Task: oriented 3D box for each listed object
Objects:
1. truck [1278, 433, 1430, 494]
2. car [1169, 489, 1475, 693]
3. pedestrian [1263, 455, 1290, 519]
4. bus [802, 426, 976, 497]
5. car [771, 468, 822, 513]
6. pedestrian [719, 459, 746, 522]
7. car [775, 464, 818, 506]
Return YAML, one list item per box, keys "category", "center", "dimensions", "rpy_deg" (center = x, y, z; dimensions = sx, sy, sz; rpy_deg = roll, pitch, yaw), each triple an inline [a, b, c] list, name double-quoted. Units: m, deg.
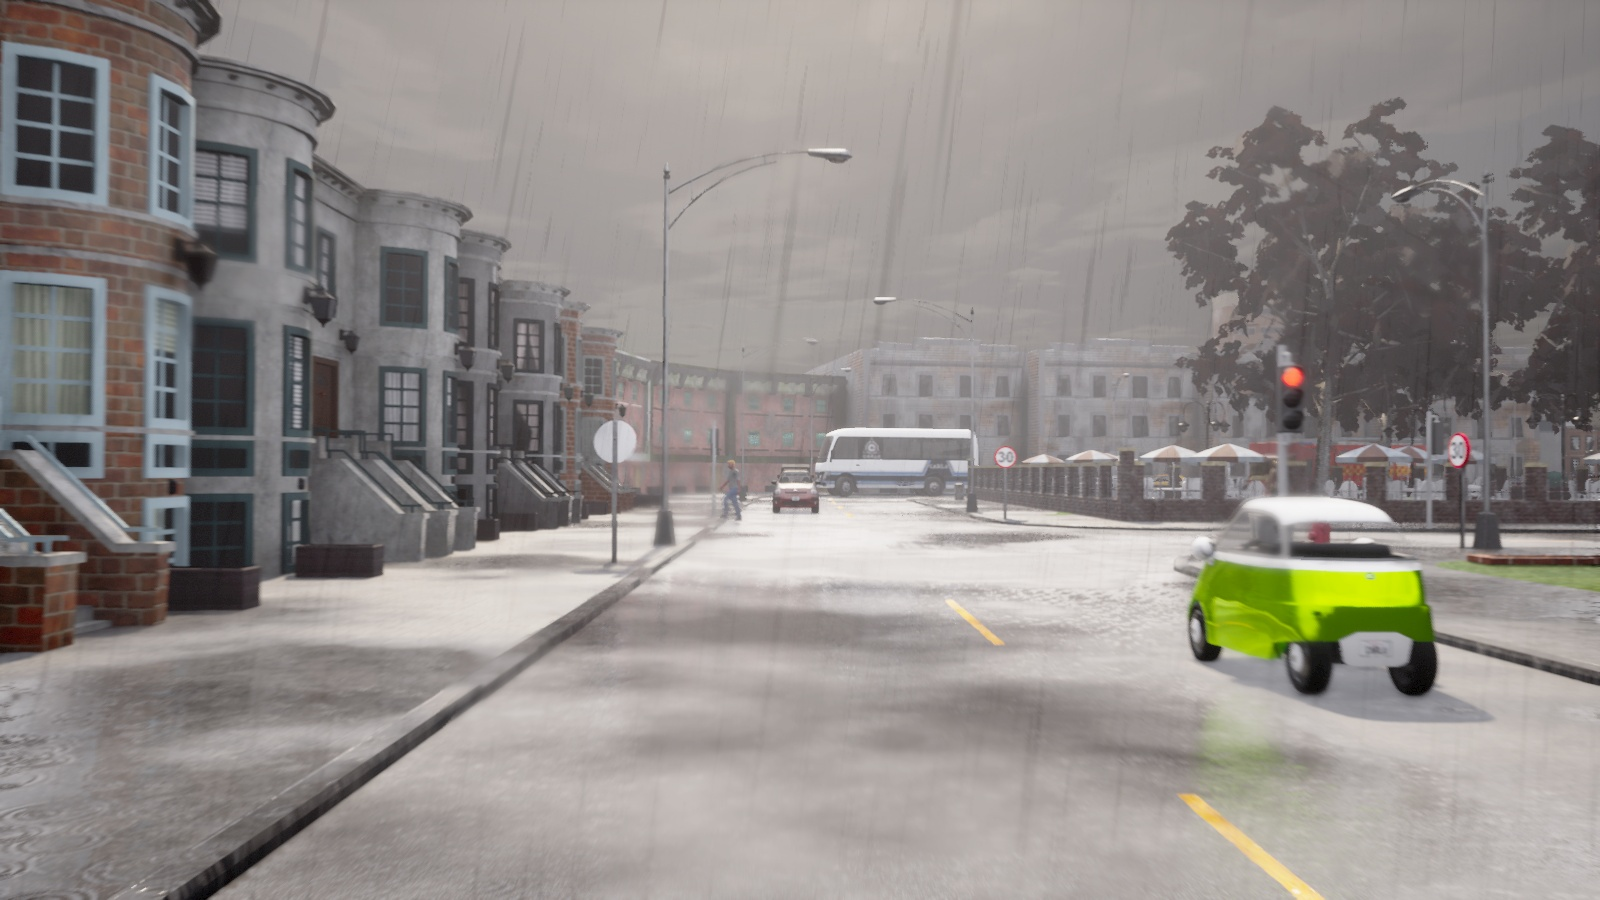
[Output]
- category: "truck"
  center: [35.494, 0.861, 80.692]
  dimensions: [8.468, 3.827, 2.891]
  rpy_deg: [0, -1, 0]
- category: "car"
  center: [3.973, 1.020, 9.890]
  dimensions: [1.481, 1.376, 2.207]
  rpy_deg: [0, -1, 0]
- category: "pedestrian"
  center: [13.981, 1.086, 36.834]
  dimensions: [0.634, 1.846, 0.331]
  rpy_deg: [0, -1, 2]
- category: "bus"
  center: [5.498, 0.733, 78.924]
  dimensions: [10.273, 4.253, 3.944]
  rpy_deg: [0, -1, -9]
- category: "car"
  center: [-0.141, 1.518, 47.946]
  dimensions: [1.851, 1.617, 3.988]
  rpy_deg: [0, -1, 0]
- category: "pedestrian"
  center: [-1.987, 1.171, 36.807]
  dimensions: [0.706, 1.836, 0.354]
  rpy_deg: [0, -1, -21]
- category: "car"
  center: [-0.181, 1.589, 58.310]
  dimensions: [1.905, 1.878, 3.866]
  rpy_deg: [0, -1, 0]
